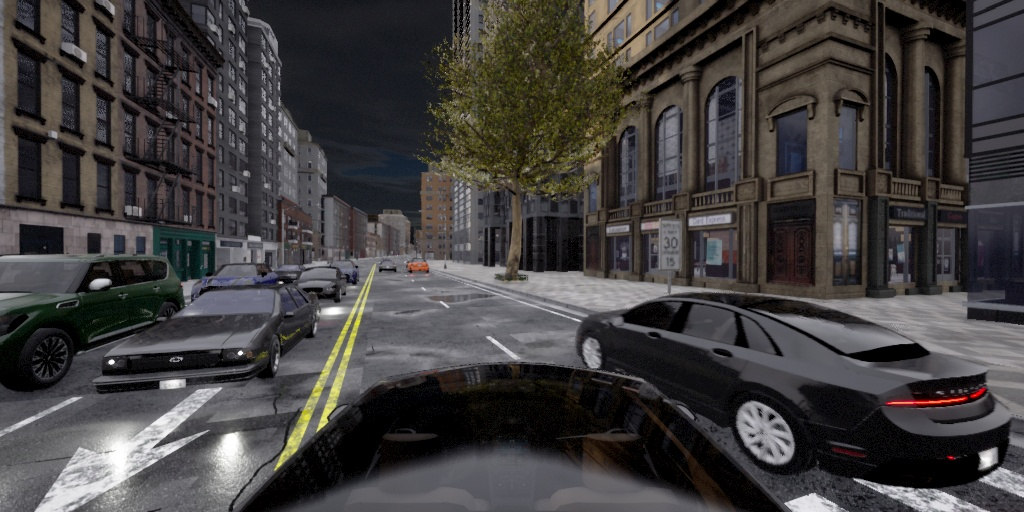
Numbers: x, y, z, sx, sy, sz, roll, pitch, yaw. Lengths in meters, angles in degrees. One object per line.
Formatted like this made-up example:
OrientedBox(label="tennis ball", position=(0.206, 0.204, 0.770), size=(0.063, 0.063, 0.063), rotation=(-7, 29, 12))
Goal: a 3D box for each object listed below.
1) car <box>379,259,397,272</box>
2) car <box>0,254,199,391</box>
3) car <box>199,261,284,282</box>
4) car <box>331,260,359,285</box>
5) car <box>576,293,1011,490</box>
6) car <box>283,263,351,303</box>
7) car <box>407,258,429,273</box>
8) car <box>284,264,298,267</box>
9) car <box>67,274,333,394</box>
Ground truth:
OrientedBox(label="car", position=(-14.914, 1.225, 43.012), size=(1.994, 1.385, 4.181), rotation=(0, 0, -20))
OrientedBox(label="car", position=(-8.572, 0.969, 6.706), size=(2.150, 2.045, 5.566), rotation=(0, 0, -20))
OrientedBox(label="car", position=(-11.952, 1.090, 15.808), size=(2.097, 1.767, 4.553), rotation=(0, 0, -20))
OrientedBox(label="car", position=(-12.045, 1.073, 25.426), size=(2.097, 1.767, 4.553), rotation=(0, 0, -20))
OrientedBox(label="car", position=(2.698, 1.255, 4.942), size=(1.837, 1.490, 4.892), rotation=(0, 0, -20))
OrientedBox(label="car", position=(-8.694, 1.244, 16.374), size=(1.837, 1.490, 4.892), rotation=(0, 0, -20))
OrientedBox(label="car", position=(-10.899, 1.025, 41.482), size=(2.097, 1.767, 4.553), rotation=(0, 0, -20))
OrientedBox(label="car", position=(-15.257, 1.266, 24.732), size=(2.033, 1.411, 5.357), rotation=(0, 0, -21))
OrientedBox(label="car", position=(-5.273, 1.295, 7.253), size=(2.033, 1.411, 5.357), rotation=(0, 0, -18))
